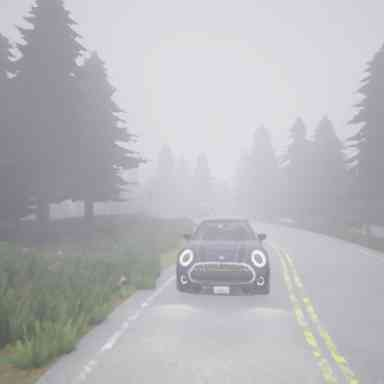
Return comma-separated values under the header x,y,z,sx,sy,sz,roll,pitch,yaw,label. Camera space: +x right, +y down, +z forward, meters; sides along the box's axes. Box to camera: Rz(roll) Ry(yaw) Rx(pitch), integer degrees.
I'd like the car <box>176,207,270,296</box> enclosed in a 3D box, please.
x,y,z,sx,sy,sz,roll,pitch,yaw,label
0.909,1.463,9.122,2.097,1.767,4.553,-1,-1,8,car

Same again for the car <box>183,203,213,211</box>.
x,y,z,sx,sy,sz,roll,pitch,yaw,label
0.737,1.937,34.463,1.837,1.490,4.892,3,-4,-28,car

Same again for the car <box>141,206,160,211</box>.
x,y,z,sx,sy,sz,roll,pitch,yaw,label
-5.952,2.530,42.844,4.674,1.442,1.812,-5,-8,42,car
